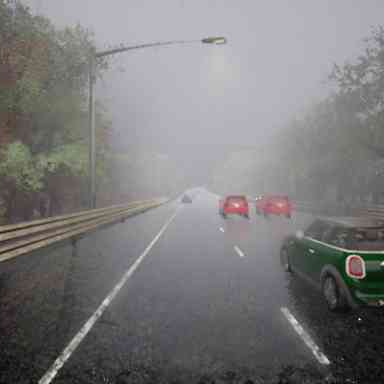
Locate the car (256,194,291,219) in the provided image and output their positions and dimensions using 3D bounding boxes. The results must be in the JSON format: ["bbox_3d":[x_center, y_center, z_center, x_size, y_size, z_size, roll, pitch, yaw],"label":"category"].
[{"bbox_3d":[7.141,1.214,29.505,2.150,2.045,5.566,0,0,0],"label":"car"}]

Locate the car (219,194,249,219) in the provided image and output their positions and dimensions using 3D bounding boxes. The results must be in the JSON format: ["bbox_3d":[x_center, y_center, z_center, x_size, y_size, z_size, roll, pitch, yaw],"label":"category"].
[{"bbox_3d":[3.642,1.213,29.614,2.150,2.045,5.566,0,0,0],"label":"car"}]

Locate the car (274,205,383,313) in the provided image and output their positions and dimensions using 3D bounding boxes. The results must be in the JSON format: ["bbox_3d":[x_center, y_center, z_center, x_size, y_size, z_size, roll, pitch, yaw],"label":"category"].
[{"bbox_3d":[3.607,1.351,7.788,2.097,1.767,4.553,0,0,0],"label":"car"}]

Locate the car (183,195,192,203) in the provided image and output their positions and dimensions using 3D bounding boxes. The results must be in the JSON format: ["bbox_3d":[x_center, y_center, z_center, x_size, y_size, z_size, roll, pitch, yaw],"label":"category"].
[{"bbox_3d":[-0.952,1.456,71.364,1.882,1.535,5.008,0,0,0],"label":"car"}]

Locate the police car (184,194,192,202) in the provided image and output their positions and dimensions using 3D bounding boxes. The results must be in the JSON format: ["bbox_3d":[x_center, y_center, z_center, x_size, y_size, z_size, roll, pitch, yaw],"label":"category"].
[{"bbox_3d":[-0.944,1.402,77.476,1.930,1.638,5.238,0,0,0],"label":"police car"}]

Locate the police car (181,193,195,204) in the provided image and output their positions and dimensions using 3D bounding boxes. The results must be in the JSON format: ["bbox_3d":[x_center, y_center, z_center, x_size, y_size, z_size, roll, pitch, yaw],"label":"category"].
[{"bbox_3d":[-0.965,1.407,61.471,1.930,1.638,5.238,0,0,0],"label":"police car"}]
